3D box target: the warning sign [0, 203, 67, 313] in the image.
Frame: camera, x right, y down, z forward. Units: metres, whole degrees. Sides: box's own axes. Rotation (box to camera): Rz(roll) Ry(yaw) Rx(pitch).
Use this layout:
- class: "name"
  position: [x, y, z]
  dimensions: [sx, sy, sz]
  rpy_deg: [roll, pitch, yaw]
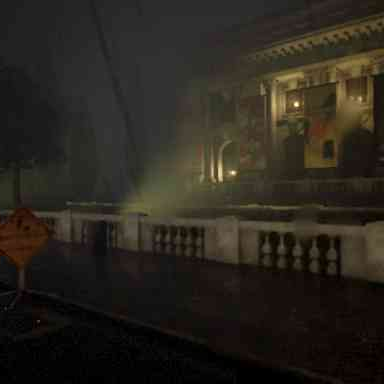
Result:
- class: "warning sign"
  position: [-3.396, 1.176, 6.638]
  dimensions: [1.060, 1.860, 1.300]
  rpy_deg: [-1, 0, 35]
